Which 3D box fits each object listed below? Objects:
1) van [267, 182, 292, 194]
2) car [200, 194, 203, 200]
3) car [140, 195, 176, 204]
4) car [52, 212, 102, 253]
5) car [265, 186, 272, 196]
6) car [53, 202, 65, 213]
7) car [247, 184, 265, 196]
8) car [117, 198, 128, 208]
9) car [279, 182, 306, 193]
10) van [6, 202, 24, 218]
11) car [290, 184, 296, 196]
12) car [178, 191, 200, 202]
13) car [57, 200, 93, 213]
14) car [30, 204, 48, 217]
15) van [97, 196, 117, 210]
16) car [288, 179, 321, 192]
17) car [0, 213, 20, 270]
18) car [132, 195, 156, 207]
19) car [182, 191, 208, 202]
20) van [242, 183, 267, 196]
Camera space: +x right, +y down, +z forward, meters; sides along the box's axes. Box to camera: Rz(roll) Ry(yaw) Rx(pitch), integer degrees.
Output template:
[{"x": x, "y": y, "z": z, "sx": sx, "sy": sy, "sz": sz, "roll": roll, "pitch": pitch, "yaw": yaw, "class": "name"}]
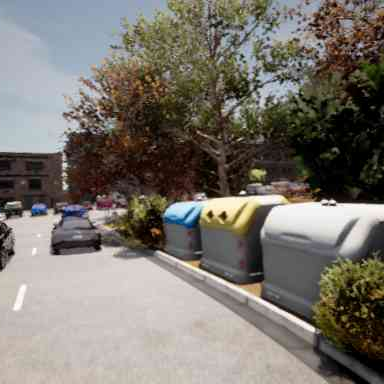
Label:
[{"x": 15.657, "y": -0.745, "z": 59.671, "sx": 1.878, "sy": 1.987, "sz": 4.442, "roll": -4, "pitch": 1, "yaw": -24, "class": "van"}, {"x": 0.989, "y": 0.979, "z": 38.595, "sx": 2.002, "sy": 1.452, "sz": 4.674, "roll": -5, "pitch": 1, "yaw": -24, "class": "car"}, {"x": -4.106, "y": 1.098, "z": 36.331, "sx": 2.435, "sy": 2.045, "sz": 5.566, "roll": -5, "pitch": 1, "yaw": -24, "class": "car"}, {"x": -5.382, "y": 1.837, "z": 15.308, "sx": 1.994, "sy": 1.385, "sz": 4.181, "roll": -1, "pitch": -1, "yaw": -23, "class": "car"}, {"x": 8.486, "y": 0.377, "z": 41.938, "sx": 2.163, "sy": 1.488, "sz": 4.792, "roll": -4, "pitch": 1, "yaw": -24, "class": "car"}, {"x": -17.430, "y": 2.137, "z": 44.672, "sx": 2.163, "sy": 1.488, "sz": 4.792, "roll": -5, "pitch": 1, "yaw": -24, "class": "car"}, {"x": 5.913, "y": 0.296, "z": 40.844, "sx": 2.435, "sy": 2.045, "sz": 5.566, "roll": -4, "pitch": 1, "yaw": -24, "class": "car"}, {"x": -9.759, "y": 1.516, "z": 48.064, "sx": 2.163, "sy": 1.488, "sz": 4.792, "roll": -5, "pitch": 1, "yaw": -24, "class": "car"}, {"x": 18.249, "y": -0.844, "z": 60.743, "sx": 2.185, "sy": 1.767, "sz": 4.553, "roll": -4, "pitch": 1, "yaw": -24, "class": "car"}, {"x": -22.582, "y": 2.297, "z": 42.450, "sx": 1.878, "sy": 1.987, "sz": 4.442, "roll": -5, "pitch": 1, "yaw": -24, "class": "van"}, {"x": 10.996, "y": 0.181, "z": 43.132, "sx": 2.163, "sy": 1.488, "sz": 4.792, "roll": -4, "pitch": 1, "yaw": -24, "class": "car"}, {"x": -1.686, "y": 0.902, "z": 37.422, "sx": 2.435, "sy": 2.045, "sz": 5.566, "roll": -5, "pitch": 1, "yaw": -24, "class": "car"}, {"x": -11.100, "y": 1.956, "z": 31.973, "sx": 1.882, "sy": 1.535, "sz": 5.008, "roll": -4, "pitch": 2, "yaw": -9, "class": "car"}, {"x": -19.971, "y": 2.315, "z": 43.502, "sx": 2.097, "sy": 1.535, "sz": 5.008, "roll": -5, "pitch": 1, "yaw": -24, "class": "car"}, {"x": -12.386, "y": 1.470, "z": 47.043, "sx": 1.878, "sy": 1.987, "sz": 4.442, "roll": -5, "pitch": 1, "yaw": -24, "class": "van"}, {"x": 20.814, "y": -1.164, "z": 61.830, "sx": 2.435, "sy": 2.045, "sz": 5.566, "roll": -4, "pitch": 1, "yaw": -24, "class": "car"}, {"x": -7.398, "y": 1.733, "z": 11.621, "sx": 1.882, "sy": 1.535, "sz": 5.008, "roll": -1, "pitch": -1, "yaw": -23, "class": "car"}, {"x": -7.148, "y": 1.275, "z": 49.069, "sx": 1.946, "sy": 1.575, "sz": 5.366, "roll": -5, "pitch": 1, "yaw": -24, "class": "car"}, {"x": 0.412, "y": 0.699, "z": 52.709, "sx": 2.163, "sy": 1.488, "sz": 4.792, "roll": -5, "pitch": 1, "yaw": -24, "class": "car"}, {"x": 10.652, "y": -0.351, "z": 57.164, "sx": 1.878, "sy": 1.987, "sz": 4.442, "roll": -4, "pitch": 1, "yaw": -24, "class": "van"}]
